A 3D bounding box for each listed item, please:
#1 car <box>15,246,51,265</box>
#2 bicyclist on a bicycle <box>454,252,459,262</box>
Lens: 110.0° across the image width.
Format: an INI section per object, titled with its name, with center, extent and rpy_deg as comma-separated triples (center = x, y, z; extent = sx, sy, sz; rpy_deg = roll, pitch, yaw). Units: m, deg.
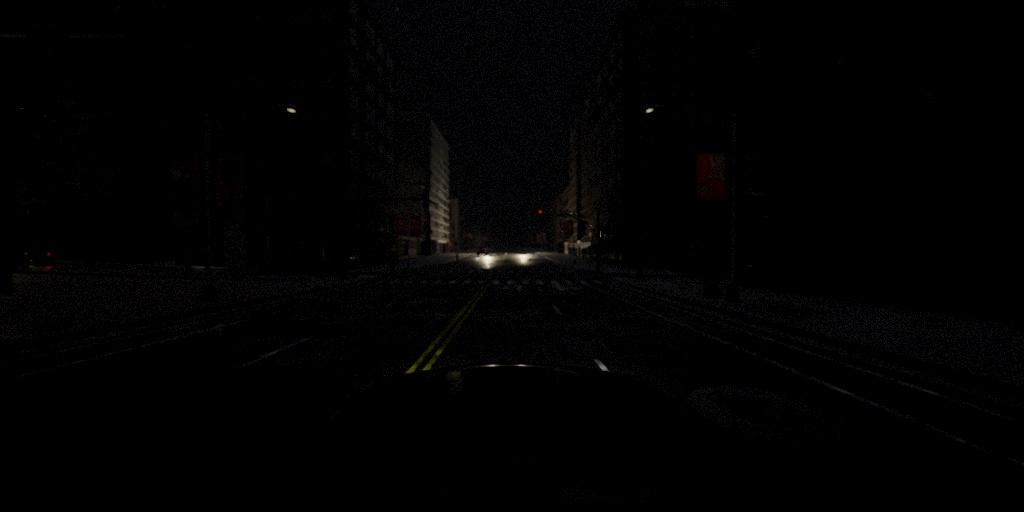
[car]
center = -45.417, -0.180, 32.792
extent = 4.553, 1.767, 2.097
rpy_deg = 3, 1, 0
[bicyclist on a bicycle]
center = -8.856, 0.173, 57.682
extent = 0.866, 1.612, 1.509
rpy_deg = 0, 2, -1
